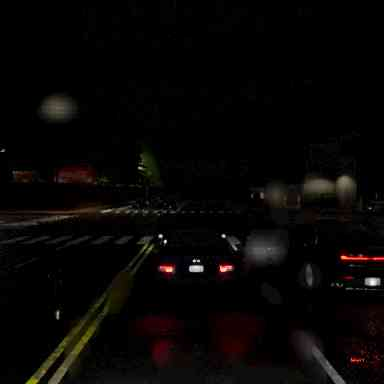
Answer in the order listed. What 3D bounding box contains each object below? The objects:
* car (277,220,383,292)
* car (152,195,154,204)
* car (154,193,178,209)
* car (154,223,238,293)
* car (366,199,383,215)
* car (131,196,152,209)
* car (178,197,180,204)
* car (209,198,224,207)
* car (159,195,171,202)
[{"bbox_3d":[3.605,1.503,8.919,1.837,1.490,4.892,0,0,2],"label":"car"},{"bbox_3d":[-6.853,1.335,62.415,2.097,1.767,4.553,0,0,1],"label":"car"},{"bbox_3d":[-3.514,1.207,46.147,2.150,2.045,5.566,0,0,1],"label":"car"},{"bbox_3d":[0.025,1.545,8.993,2.033,1.411,5.357,0,0,-1],"label":"car"},{"bbox_3d":[19.793,1.213,31.805,5.566,2.045,2.150,0,0,0],"label":"car"},{"bbox_3d":[-7.015,1.492,45.371,1.837,1.490,4.892,0,0,1],"label":"car"},{"bbox_3d":[-3.309,1.584,64.489,1.895,1.301,4.718,0,0,1],"label":"car"},{"bbox_3d":[3.712,1.551,50.580,1.994,1.385,4.181,0,0,0],"label":"car"},{"bbox_3d":[-6.275,1.518,77.905,1.994,1.385,4.181,0,0,8],"label":"car"}]
